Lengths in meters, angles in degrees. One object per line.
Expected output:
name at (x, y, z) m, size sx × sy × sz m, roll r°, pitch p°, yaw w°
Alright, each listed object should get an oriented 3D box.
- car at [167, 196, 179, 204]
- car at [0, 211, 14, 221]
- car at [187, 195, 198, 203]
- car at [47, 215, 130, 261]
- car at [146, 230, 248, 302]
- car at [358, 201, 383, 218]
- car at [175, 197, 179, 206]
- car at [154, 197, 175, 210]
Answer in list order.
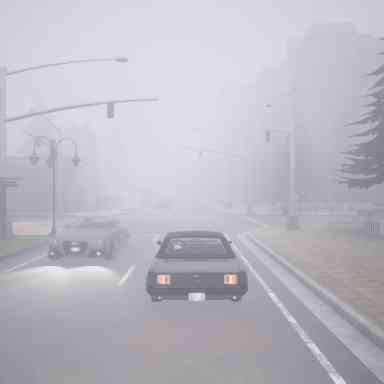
car at (-3.564, 1.564, 64.249) m, size 1.994 × 1.385 × 4.181 m, roll 0°, pitch 0°, yaw 1°
car at (-14.684, 1.545, 22.961) m, size 4.181 × 1.385 × 1.994 m, roll 0°, pitch 0°, yaw -6°
car at (0.079, 1.352, 69.196) m, size 2.097 × 1.767 × 4.553 m, roll 0°, pitch 0°, yaw 0°
car at (-3.559, 1.564, 12.165) m, size 1.994 × 1.385 × 4.181 m, roll 0°, pitch 0°, yaw 0°
car at (0.067, 1.601, 8.220) m, size 1.895 × 1.301 × 4.718 m, roll 0°, pitch 0°, yaw -1°
car at (16.862, 1.493, 28.536) m, size 5.008 × 1.535 × 1.882 m, roll 0°, pitch 0°, yaw -2°
car at (-3.601, 1.601, 52.751) m, size 1.895 × 1.301 × 4.718 m, roll 0°, pitch 0°, yaw 0°
car at (-3.606, 1.526, 42.705) m, size 1.812 × 1.442 × 4.674 m, roll 0°, pitch 0°, yaw 1°
